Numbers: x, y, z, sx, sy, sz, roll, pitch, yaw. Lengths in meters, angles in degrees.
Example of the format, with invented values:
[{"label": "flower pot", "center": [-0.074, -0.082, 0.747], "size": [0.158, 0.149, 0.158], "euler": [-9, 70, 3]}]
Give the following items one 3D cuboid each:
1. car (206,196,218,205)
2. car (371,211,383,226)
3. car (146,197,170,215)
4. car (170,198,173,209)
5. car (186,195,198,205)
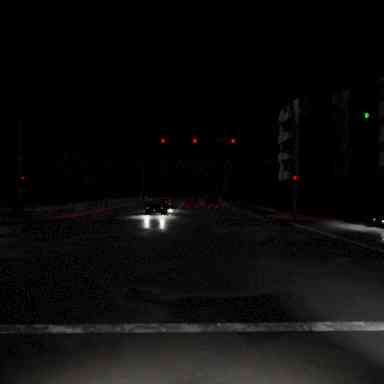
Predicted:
[{"label": "car", "center": [3.495, 1.512, 58.290], "size": [1.812, 1.442, 4.674], "euler": [0, 0, 0]}, {"label": "car", "center": [14.096, 1.498, 21.326], "size": [4.892, 1.490, 1.837], "euler": [-1, 0, -1]}, {"label": "car", "center": [-3.586, 1.518, 34.085], "size": [1.812, 1.442, 4.674], "euler": [0, 0, 0]}, {"label": "car", "center": [-3.578, 1.467, 44.608], "size": [1.882, 1.535, 5.008], "euler": [0, 0, 0]}, {"label": "car", "center": [-0.005, 1.339, 58.246], "size": [2.097, 1.767, 4.553], "euler": [0, 0, 0]}]
